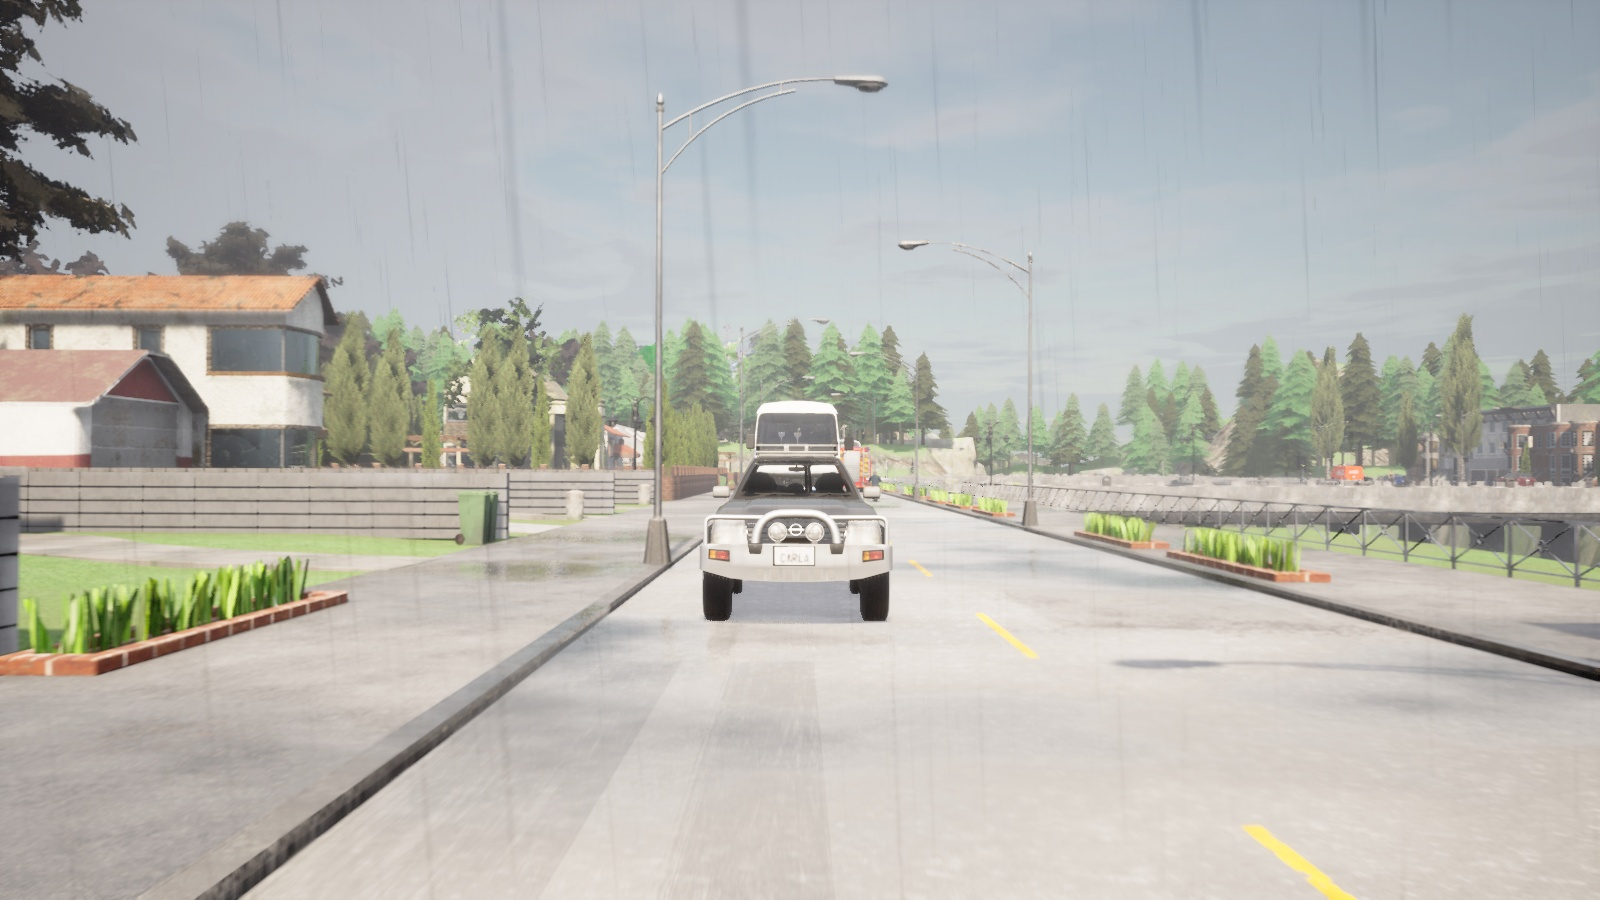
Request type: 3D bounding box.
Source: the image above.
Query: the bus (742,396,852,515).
[{"bbox_3d":[-0.123,0.278,50.172,3.944,4.253,10.273,0,-1,0],"label":"bus"}]

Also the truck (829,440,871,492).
[{"bbox_3d":[3.769,1.251,96.559,2.891,3.827,8.468,0,-1,0],"label":"truck"}]

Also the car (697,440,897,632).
[{"bbox_3d":[-0.035,0.875,14.518,1.932,1.855,4.605,0,-1,0],"label":"car"}]
